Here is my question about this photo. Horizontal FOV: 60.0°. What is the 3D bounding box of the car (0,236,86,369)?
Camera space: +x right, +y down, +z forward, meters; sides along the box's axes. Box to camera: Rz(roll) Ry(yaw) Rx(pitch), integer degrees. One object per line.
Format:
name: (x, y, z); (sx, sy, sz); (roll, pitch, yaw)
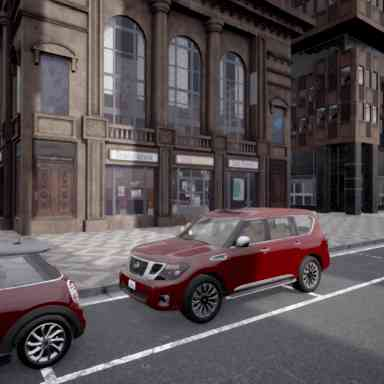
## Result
car: (-3.579, 1.440, 4.093); (4.097, 1.590, 1.967); (0, 0, -35)

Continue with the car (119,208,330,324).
car: (0.985, 1.316, 7.341); (5.009, 1.841, 2.192); (0, 0, -35)
